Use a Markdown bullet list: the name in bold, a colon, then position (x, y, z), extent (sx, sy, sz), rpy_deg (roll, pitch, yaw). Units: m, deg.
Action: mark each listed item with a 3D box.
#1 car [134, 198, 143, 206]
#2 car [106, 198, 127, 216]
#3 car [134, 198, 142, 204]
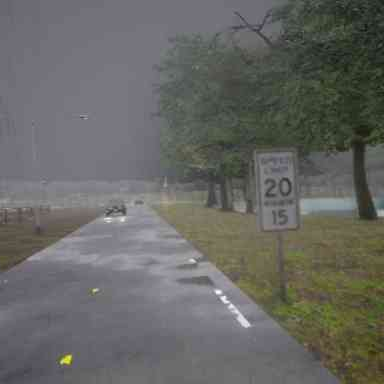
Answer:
- **car**: position (-11.994, 2.237, 74.727), extent (1.837, 1.490, 4.892), rpy_deg (-4, 0, -9)
- **car**: position (-9.075, 1.739, 40.111), extent (2.150, 2.045, 5.566), rpy_deg (-4, 0, -9)
- **car**: position (-13.697, 2.252, 85.002), extent (1.882, 1.535, 5.008), rpy_deg (-4, 0, -9)
